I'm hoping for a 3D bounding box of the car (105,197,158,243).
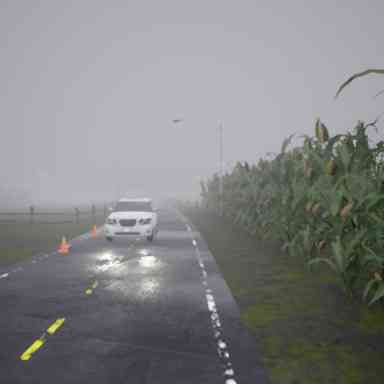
[{"bbox_3d":[-2.939,1.323,17.203,2.150,2.045,5.566,0,0,-3],"label":"car"}]

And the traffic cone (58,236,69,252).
[{"bbox_3d":[-5.018,2.033,13.009,0.340,0.580,0.340,0,0,-2],"label":"traffic cone"}]

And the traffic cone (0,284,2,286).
[{"bbox_3d":[-4.856,2.004,8.041,0.340,0.580,0.340,0,0,-2],"label":"traffic cone"}]

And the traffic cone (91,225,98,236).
[{"bbox_3d":[-5.236,2.061,17.977,0.340,0.580,0.340,0,0,-3],"label":"traffic cone"}]

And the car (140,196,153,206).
[{"bbox_3d":[-7.961,1.515,57.746,2.097,1.767,4.553,0,0,-8],"label":"car"}]
